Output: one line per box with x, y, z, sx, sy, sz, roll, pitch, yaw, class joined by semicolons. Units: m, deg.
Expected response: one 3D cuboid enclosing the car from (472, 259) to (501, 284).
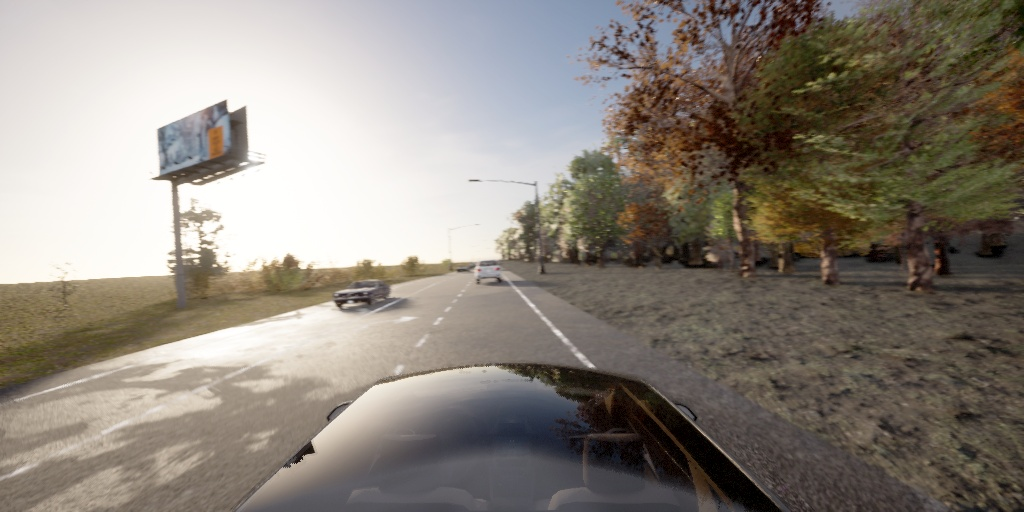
-2.156;1.330;32.764;2.150;2.045;5.566;-4;0;-4;car

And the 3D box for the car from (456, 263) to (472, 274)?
-8.473;2.325;62.636;1.895;1.301;4.718;-4;0;2;car

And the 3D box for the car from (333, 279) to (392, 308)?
-8.395;2.058;20.448;1.895;1.301;4.718;-4;0;-4;car
